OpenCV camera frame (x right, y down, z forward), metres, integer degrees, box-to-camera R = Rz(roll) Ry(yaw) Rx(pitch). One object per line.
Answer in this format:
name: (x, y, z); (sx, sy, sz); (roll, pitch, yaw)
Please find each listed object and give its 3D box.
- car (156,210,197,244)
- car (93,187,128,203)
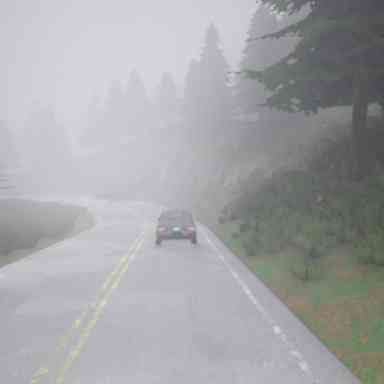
car: (-0.781, 1.558, 15.994); (2.033, 1.411, 5.357); (-1, 0, -4)
car: (-9.019, 0.246, 36.588); (4.902, 1.511, 2.128); (4, 7, 43)
